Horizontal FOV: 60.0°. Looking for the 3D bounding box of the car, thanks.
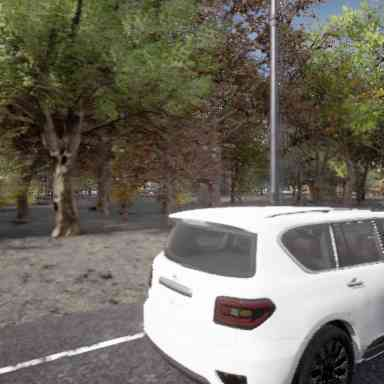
[{"bbox_3d":[2.029,1.215,4.990,5.566,2.045,2.150,0,0,-34],"label":"car"}]
